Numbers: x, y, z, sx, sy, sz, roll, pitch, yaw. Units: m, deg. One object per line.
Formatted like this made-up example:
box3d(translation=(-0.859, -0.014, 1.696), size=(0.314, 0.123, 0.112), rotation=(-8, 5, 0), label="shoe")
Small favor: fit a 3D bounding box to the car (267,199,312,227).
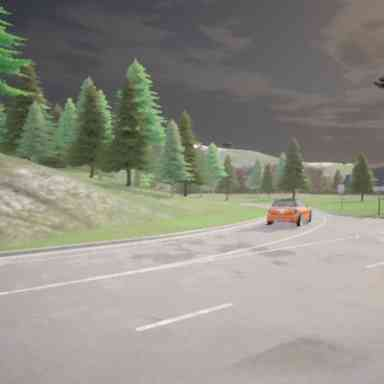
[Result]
box3d(translation=(6.541, 1.225, 22.061), size=(2.097, 1.767, 4.553), rotation=(0, 0, 30), label="car")
